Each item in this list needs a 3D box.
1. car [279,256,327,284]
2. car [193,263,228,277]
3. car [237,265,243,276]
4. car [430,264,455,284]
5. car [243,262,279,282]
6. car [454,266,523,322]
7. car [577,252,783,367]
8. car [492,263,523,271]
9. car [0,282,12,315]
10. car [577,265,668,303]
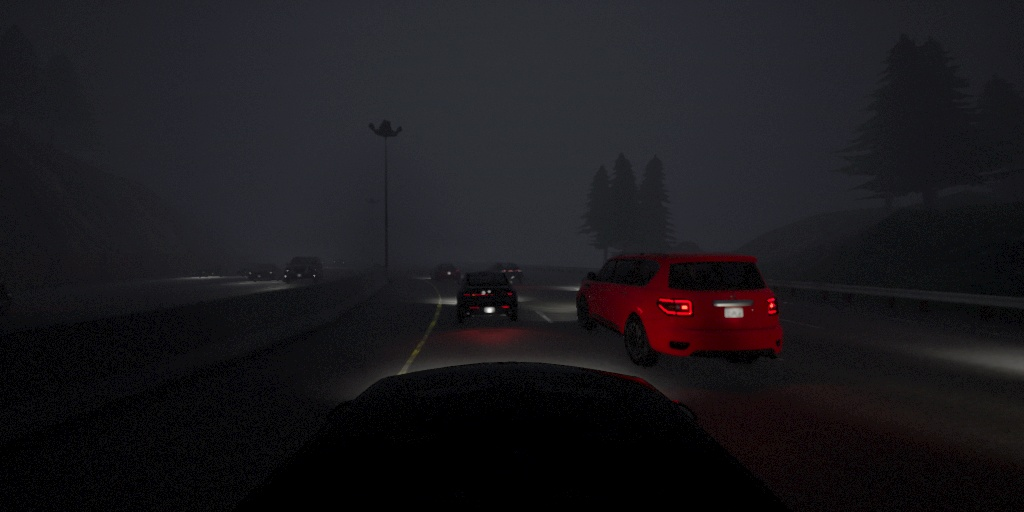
[{"bbox_3d":[-16.321,1.036,28.349,2.150,2.045,5.566,0,0,-22],"label":"car"},{"bbox_3d":[-31.559,1.453,37.645,1.994,1.385,4.181,0,0,-23],"label":"car"},{"bbox_3d":[-28.467,1.396,39.274,1.812,1.442,4.674,0,0,-23],"label":"car"},{"bbox_3d":[-5.571,1.316,29.819,1.994,1.385,4.181,0,0,-20],"label":"car"},{"bbox_3d":[-21.181,1.363,30.938,1.812,1.442,4.674,0,0,-23],"label":"car"},{"bbox_3d":[-0.962,1.249,12.369,1.837,1.490,4.892,0,0,-8],"label":"car"},{"bbox_3d":[3.115,0.948,8.072,2.150,2.045,5.566,0,0,-5],"label":"car"},{"bbox_3d":[-0.655,1.220,26.344,2.128,1.511,4.902,0,0,-17],"label":"car"},{"bbox_3d":[-18.518,1.196,10.651,2.097,1.767,4.553,0,0,-10],"label":"car"},{"bbox_3d":[5.239,1.252,17.954,2.033,1.411,5.357,0,0,-12],"label":"car"}]
